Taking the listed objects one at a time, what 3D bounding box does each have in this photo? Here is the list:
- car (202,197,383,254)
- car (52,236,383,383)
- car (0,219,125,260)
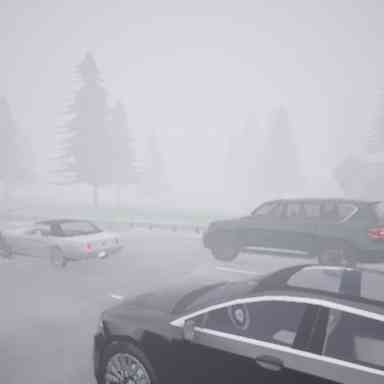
[{"bbox_3d":[3.018,1.189,10.305,5.566,2.045,2.150,0,0,34],"label":"car"},{"bbox_3d":[1.098,1.481,3.116,4.902,1.511,2.128,0,0,35],"label":"car"},{"bbox_3d":[-4.557,1.564,11.113,4.718,1.301,1.895,0,0,33],"label":"car"}]
